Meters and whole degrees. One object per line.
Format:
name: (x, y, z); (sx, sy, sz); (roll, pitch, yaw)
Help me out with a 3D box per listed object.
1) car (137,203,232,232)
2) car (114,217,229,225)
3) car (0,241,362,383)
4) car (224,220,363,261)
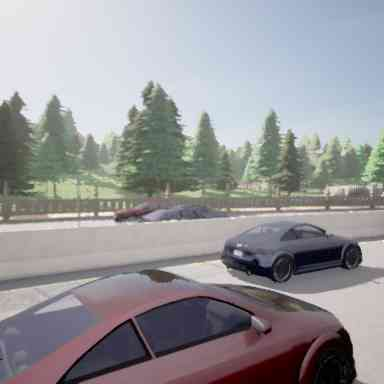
car: (-0.380, 1.444, 19.969); (5.357, 1.411, 2.033); (0, 0, -29)
car: (-0.963, 1.466, 15.622); (5.357, 1.411, 2.033); (0, 0, -30)
car: (-0.208, 1.545, 3.412); (4.181, 1.385, 1.994); (0, 0, -34)
car: (2.898, 1.514, 9.473); (4.181, 1.385, 1.994); (0, 0, -31)
